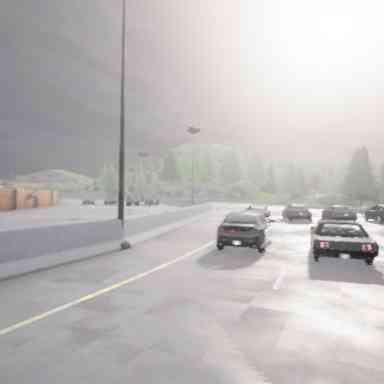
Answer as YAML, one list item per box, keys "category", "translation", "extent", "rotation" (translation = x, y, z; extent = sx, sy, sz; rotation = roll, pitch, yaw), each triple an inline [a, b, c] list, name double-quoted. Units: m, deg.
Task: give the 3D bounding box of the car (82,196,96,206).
- category: "car"
  translation: [-16.625, 1.451, 53.851]
  extent: [1.812, 1.442, 4.674]
  rotation: [1, 0, -14]

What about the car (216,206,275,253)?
- category: "car"
  translation: [2.379, 1.580, 14.280]
  extent: [1.837, 1.490, 4.892]
  rotation: [1, 0, 18]

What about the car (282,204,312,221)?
- category: "car"
  translation: [9.284, 1.783, 29.529]
  extent: [1.994, 1.385, 4.181]
  rotation: [1, 0, 7]

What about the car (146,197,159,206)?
- category: "car"
  translation: [-6.887, 1.568, 58.101]
  extent: [2.128, 1.511, 4.902]
  rotation: [1, 0, -15]

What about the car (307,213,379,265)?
- category: "car"
  translation: [5.437, 1.712, 12.387]
  extent: [1.895, 1.301, 4.718]
  rotation: [1, 0, 18]

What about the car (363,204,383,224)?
- category: "car"
  translation: [16.156, 1.816, 28.102]
  extent: [1.837, 1.490, 4.892]
  rotation: [1, 0, 7]

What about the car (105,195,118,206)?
- category: "car"
  translation: [-13.515, 1.327, 55.797]
  extent: [2.097, 1.767, 4.553]
  rotation: [1, 0, -15]

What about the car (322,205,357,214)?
- category: "car"
  translation: [12.729, 1.829, 28.916]
  extent: [1.994, 1.385, 4.181]
  rotation: [1, 0, 7]

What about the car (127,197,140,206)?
- category: "car"
  translation: [-10.016, 1.552, 56.240]
  extent: [1.812, 1.442, 4.674]
  rotation: [1, 0, -14]
